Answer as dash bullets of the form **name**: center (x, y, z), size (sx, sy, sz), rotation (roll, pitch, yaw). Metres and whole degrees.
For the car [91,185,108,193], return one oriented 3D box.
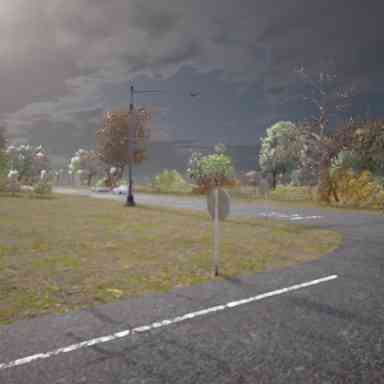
- **car**: center (-16.697, -0.547, 60.575), size (1.895, 1.301, 4.718), rotation (0, 2, -36)

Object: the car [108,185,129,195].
- **car**: center (-11.086, -0.313, 52.755), size (1.812, 1.442, 4.674), rotation (0, 2, -36)
